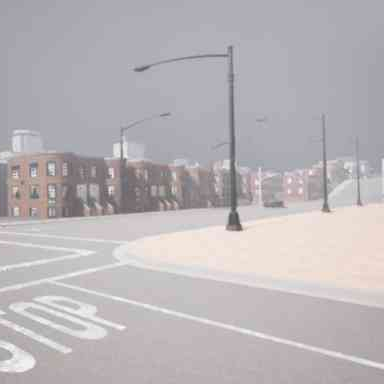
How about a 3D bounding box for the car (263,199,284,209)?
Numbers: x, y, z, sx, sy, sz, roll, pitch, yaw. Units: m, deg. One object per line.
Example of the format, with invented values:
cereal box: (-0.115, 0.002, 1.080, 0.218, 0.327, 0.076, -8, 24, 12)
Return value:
car: (12.972, 1.808, 52.841, 1.882, 1.535, 5.008, -2, -1, 37)
